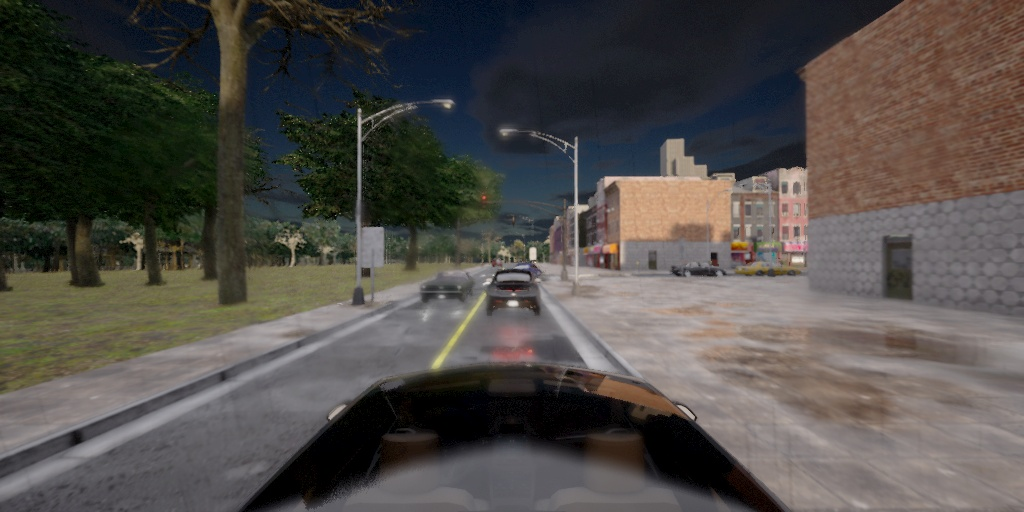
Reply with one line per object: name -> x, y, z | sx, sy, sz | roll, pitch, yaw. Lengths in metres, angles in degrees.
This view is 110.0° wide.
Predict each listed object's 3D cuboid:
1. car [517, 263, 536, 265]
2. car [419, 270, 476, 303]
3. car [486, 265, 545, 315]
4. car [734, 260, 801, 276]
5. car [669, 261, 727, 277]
car -> 1.160, 1.252, 27.990 | 1.812, 1.442, 4.674 | -1, 0, 18
car -> -2.819, 1.336, 16.554 | 1.895, 1.301, 4.718 | 0, 0, 0
car -> 0.063, 1.240, 13.496 | 1.837, 1.490, 4.892 | 0, 0, 0
car -> 21.315, 1.035, 29.914 | 4.829, 1.417, 1.751 | 0, 0, 0
car -> 15.471, 1.105, 29.873 | 4.403, 1.370, 2.007 | 0, 0, 0
